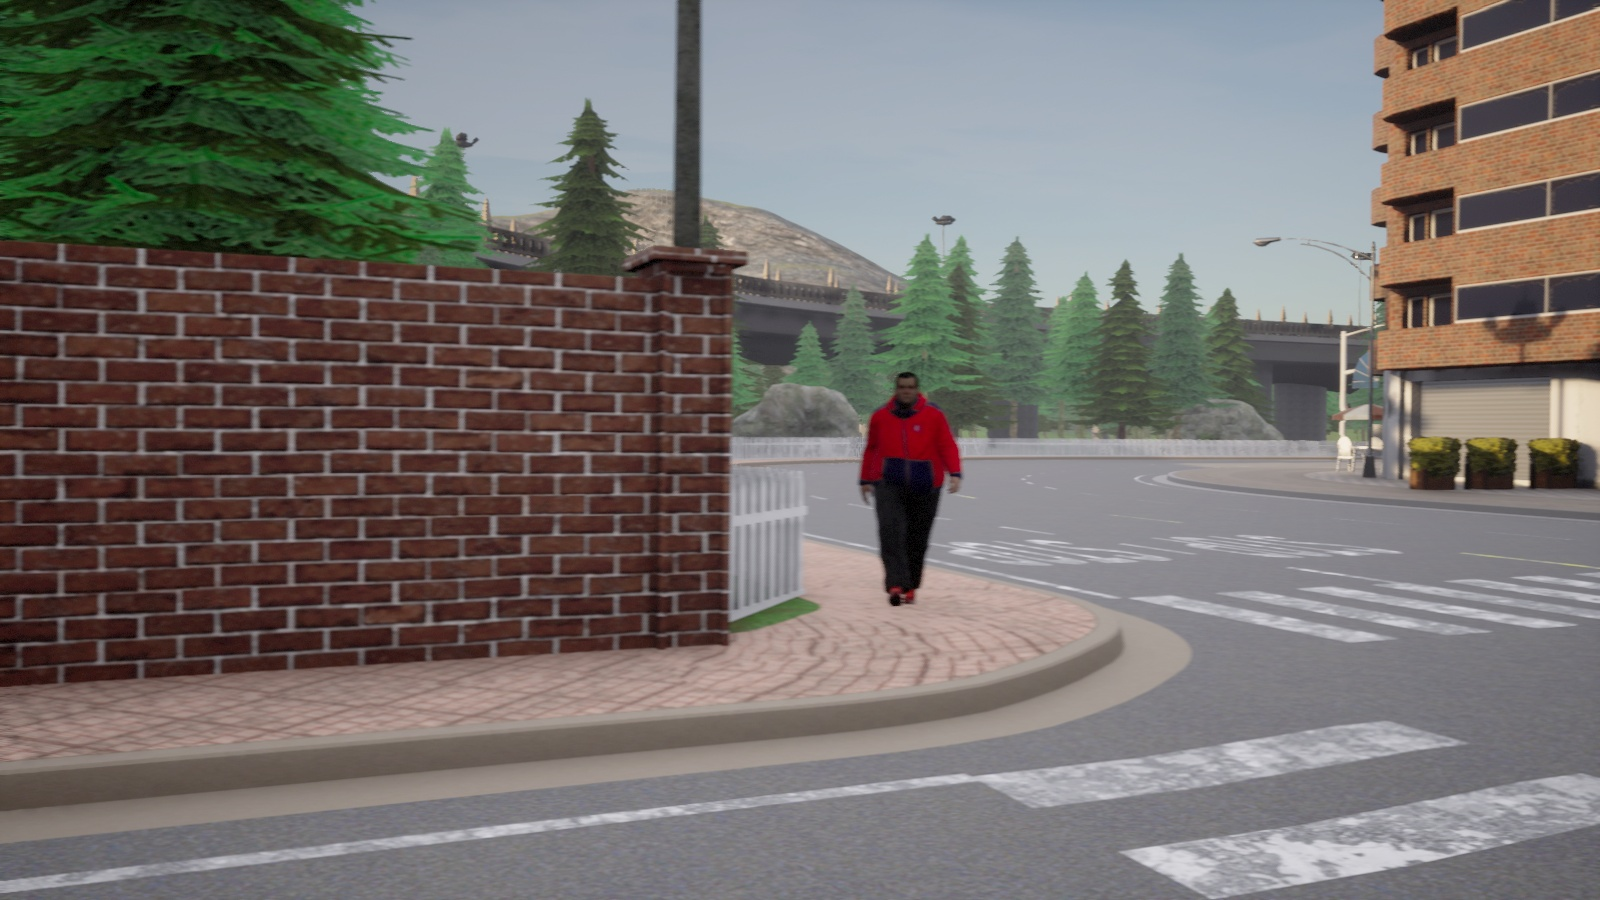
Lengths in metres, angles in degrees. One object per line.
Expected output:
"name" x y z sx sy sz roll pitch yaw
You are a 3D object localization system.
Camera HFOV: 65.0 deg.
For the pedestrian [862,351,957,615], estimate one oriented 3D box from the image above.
"pedestrian" 0.820 0.228 9.269 0.634 1.844 0.899 0 1 8
